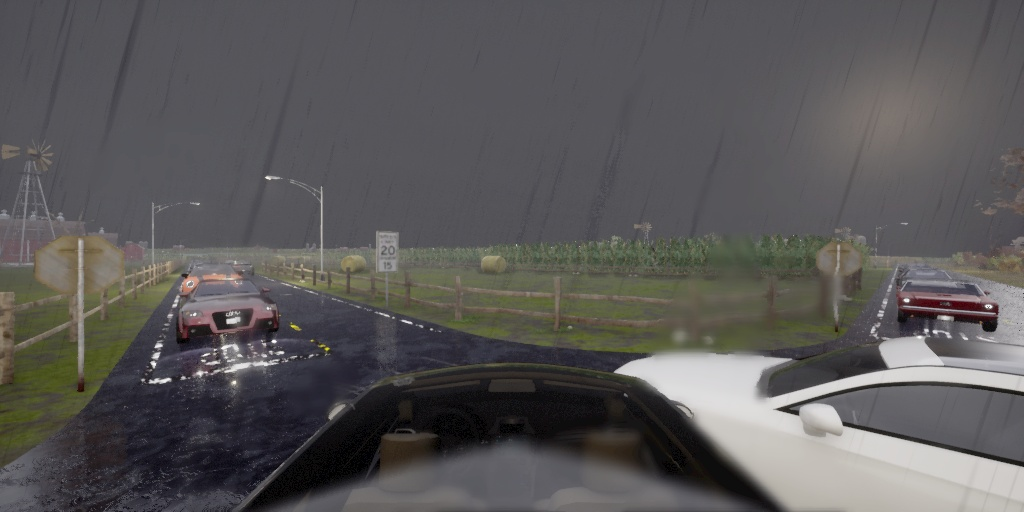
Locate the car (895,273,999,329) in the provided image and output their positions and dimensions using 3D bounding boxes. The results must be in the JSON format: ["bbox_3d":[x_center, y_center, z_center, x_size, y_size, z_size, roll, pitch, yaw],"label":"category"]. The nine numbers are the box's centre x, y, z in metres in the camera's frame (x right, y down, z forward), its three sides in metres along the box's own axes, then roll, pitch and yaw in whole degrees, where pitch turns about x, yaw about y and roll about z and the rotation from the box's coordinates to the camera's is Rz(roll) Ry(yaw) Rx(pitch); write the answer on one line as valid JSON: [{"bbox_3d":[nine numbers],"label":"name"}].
[{"bbox_3d":[13.548,1.393,11.365,4.718,1.301,1.895,0,1,-43],"label":"car"}]

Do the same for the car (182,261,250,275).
[{"bbox_3d":[-13.672,1.136,16.449,2.097,1.767,4.553,0,0,-42],"label":"car"}]

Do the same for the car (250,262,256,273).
[{"bbox_3d":[-26.883,1.274,35.716,2.128,1.511,4.902,0,0,-41],"label":"car"}]

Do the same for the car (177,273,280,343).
[{"bbox_3d":[-7.914,1.353,9.950,1.994,1.385,4.181,0,0,-42],"label":"car"}]

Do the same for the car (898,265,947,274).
[{"bbox_3d":[20.644,1.355,17.909,5.357,1.411,2.033,0,1,-43],"label":"car"}]

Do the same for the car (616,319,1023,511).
[{"bbox_3d":[2.844,1.293,2.333,1.812,1.442,4.674,0,1,-44],"label":"car"}]

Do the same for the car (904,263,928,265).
[{"bbox_3d":[27.416,1.391,24.144,4.181,1.385,1.994,0,1,-43],"label":"car"}]
